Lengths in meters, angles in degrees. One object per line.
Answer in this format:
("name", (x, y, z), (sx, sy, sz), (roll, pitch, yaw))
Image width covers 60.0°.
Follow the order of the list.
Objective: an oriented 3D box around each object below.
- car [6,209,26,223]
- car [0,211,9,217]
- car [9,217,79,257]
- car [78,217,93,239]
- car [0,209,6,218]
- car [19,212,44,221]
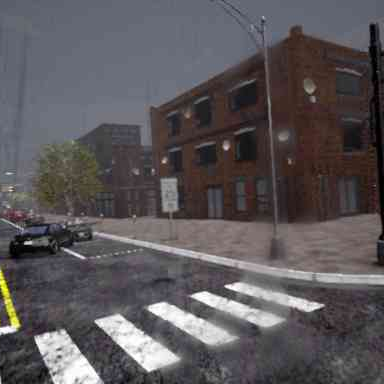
("car", (-25.431, 3.449, 48.754), (2.192, 1.841, 5.009), (-5, 0, -33))
("car", (-46.186, 5.341, 81.413), (1.947, 1.339, 4.313), (-5, 0, -33))
("car", (-7.401, 2.251, 16.704), (1.994, 1.385, 4.181), (-4, 0, -5))
("car", (-7.494, 2.268, 20.832), (2.008, 1.369, 4.403), (-5, 0, -33))
("car", (-40.271, 4.622, 72.082), (2.192, 1.841, 5.009), (-5, 0, -33))
("car", (-16.102, 2.948, 34.145), (2.008, 1.369, 4.403), (-5, 0, -33))
